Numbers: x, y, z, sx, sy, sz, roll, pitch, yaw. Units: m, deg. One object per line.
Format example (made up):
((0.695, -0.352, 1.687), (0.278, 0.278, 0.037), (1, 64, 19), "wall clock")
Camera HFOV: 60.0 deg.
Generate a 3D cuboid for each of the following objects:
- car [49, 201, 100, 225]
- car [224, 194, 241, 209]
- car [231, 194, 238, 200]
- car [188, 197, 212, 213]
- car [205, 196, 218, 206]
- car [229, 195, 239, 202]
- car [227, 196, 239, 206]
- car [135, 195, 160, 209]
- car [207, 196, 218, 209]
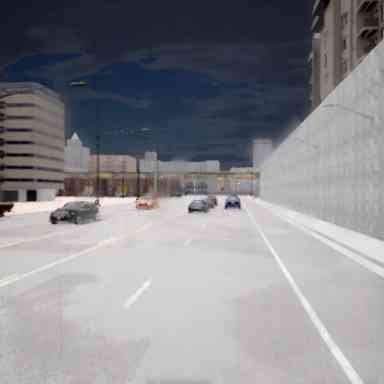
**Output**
((-8.016, 1.415, 23.175), (1.837, 1.490, 4.892), (0, 0, 8), "car")
((5.371, 1.287, 43.779), (2.097, 1.767, 4.553), (0, 0, 7), "car")
((11.938, 1.362, 93.913), (1.837, 1.490, 4.892), (0, 0, 7), "car")
((0.740, 1.492, 35.362), (1.994, 1.385, 4.181), (0, 0, 7), "car")
((3.207, 1.406, 54.215), (1.837, 1.490, 4.892), (0, 0, 7), "car")
((9.840, 1.411, 77.900), (2.128, 1.511, 4.902), (0, 0, 7), "car")
((6.673, 1.446, 53.727), (1.812, 1.442, 4.674), (0, 0, 7), "car")
((-5.542, 1.232, 41.808), (2.097, 1.767, 4.553), (0, 0, 8), "car")
((1.999, 1.478, 44.996), (1.994, 1.385, 4.181), (0, 0, 7), "car")
